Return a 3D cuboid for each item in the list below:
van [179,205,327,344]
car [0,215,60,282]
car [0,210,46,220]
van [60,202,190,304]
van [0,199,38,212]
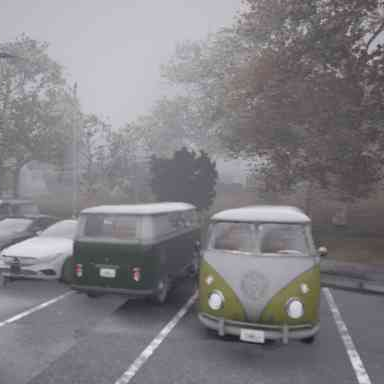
[{"bbox_3d":[1.359,1.261,6.331,1.878,1.987,4.442,1,-1,16],"label":"van"},{"bbox_3d":[-3.402,1.534,9.867,2.002,1.452,4.674,0,-1,15],"label":"car"},{"bbox_3d":[-5.800,1.540,11.576,2.002,1.452,4.674,0,-1,16],"label":"car"},{"bbox_3d":[-0.983,1.267,8.270,1.878,1.987,4.442,0,-1,16],"label":"van"},{"bbox_3d":[-8.224,1.279,13.175,1.878,1.987,4.442,0,-1,16],"label":"van"}]
